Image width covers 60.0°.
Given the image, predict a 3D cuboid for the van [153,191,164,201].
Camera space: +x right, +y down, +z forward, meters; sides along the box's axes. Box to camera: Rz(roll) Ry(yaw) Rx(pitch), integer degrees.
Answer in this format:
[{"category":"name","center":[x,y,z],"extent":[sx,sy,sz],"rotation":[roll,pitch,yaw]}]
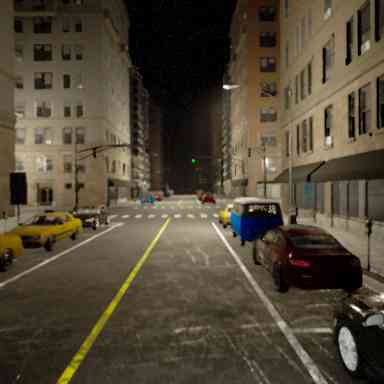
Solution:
[{"category":"van","center":[-6.372,0.713,63.494],"extent":[1.690,1.788,3.998],"rotation":[-1,1,0]}]

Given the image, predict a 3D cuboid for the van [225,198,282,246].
[{"category":"van","center":[2.563,1.166,13.963],"extent":[1.690,1.788,3.998],"rotation":[-1,1,0]}]

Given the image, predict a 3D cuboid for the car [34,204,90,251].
[{"category":"car","center":[-5.959,1.448,13.710],"extent":[1.752,1.417,4.829],"rotation":[-1,1,0]}]

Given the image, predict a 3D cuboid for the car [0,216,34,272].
[{"category":"car","center":[-5.911,1.508,8.041],"extent":[1.752,1.417,4.829],"rotation":[-1,1,0]}]

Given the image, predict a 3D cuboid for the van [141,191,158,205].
[{"category":"van","center":[-6.234,0.903,46.738],"extent":[1.690,1.788,3.998],"rotation":[-1,1,0]}]

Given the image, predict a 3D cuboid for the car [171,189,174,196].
[{"category":"car","center":[-6.601,0.588,91.425],"extent":[1.947,1.339,4.313],"rotation":[-1,1,0]}]

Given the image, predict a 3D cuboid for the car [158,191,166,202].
[{"category":"car","center":[-6.327,0.752,57.909],"extent":[2.192,1.841,5.009],"rotation":[-1,1,0]}]

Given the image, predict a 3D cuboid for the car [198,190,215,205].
[{"category":"car","center":[2.292,0.906,46.826],"extent":[1.967,1.590,4.097],"rotation":[-1,1,0]}]

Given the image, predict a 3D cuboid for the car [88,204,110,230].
[{"category":"car","center":[-6.006,1.409,19.547],"extent":[2.008,1.369,4.403],"rotation":[-1,1,0]}]

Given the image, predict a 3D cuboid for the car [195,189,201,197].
[{"category":"car","center":[2.198,0.656,57.994],"extent":[2.192,1.841,5.009],"rotation":[-1,1,0]}]

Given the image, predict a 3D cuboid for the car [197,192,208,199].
[{"category":"car","center":[2.109,0.759,69.165],"extent":[2.008,1.369,4.403],"rotation":[-1,1,0]}]

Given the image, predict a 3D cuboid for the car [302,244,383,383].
[{"category":"car","center":[2.659,1.494,2.626],"extent":[2.008,1.369,4.403],"rotation":[-1,1,0]}]

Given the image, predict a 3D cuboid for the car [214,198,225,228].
[{"category":"car","center":[2.516,1.286,19.804],"extent":[1.752,1.417,4.829],"rotation":[-1,1,0]}]

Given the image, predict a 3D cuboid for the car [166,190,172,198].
[{"category":"car","center":[-6.508,0.710,80.254],"extent":[1.887,1.381,4.507],"rotation":[-1,1,0]}]

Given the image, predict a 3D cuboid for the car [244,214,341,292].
[{"category":"car","center":[2.612,1.467,8.296],"extent":[1.802,1.307,4.206],"rotation":[-1,1,0]}]
